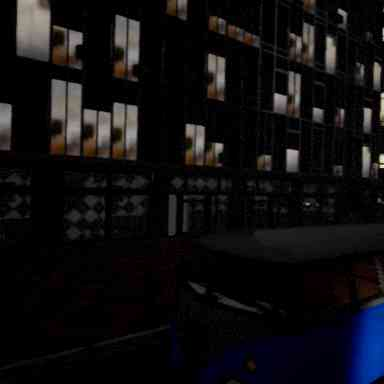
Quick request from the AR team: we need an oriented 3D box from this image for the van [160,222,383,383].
[{"bbox_3d":[1.624,1.322,4.031,3.998,1.788,1.690,1,1,-34],"label":"van"}]
